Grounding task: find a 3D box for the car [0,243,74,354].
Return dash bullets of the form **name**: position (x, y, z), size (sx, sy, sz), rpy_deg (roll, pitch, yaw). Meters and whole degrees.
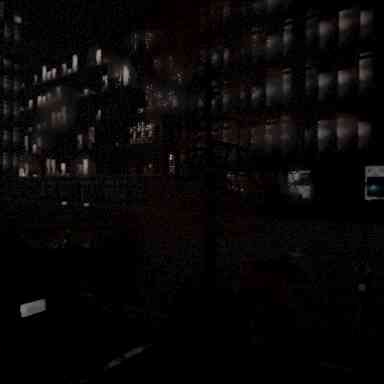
- **car**: position (-3.749, 1.529, 5.538), size (4.313, 1.339, 1.947), rpy_deg (0, 1, 35)
